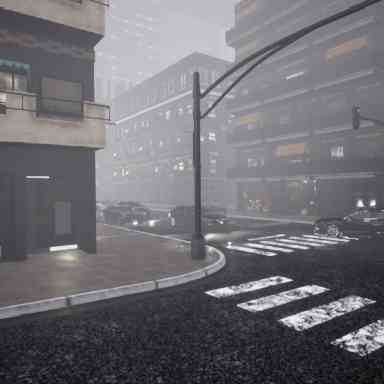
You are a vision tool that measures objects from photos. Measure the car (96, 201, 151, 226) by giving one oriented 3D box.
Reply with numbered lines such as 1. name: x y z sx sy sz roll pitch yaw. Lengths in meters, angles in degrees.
1. car: -5.155 1.632 24.549 1.947 1.339 4.313 -1 1 -36

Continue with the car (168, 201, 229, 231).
1. car: 0.295 1.534 21.233 1.837 1.490 4.892 -1 1 -36

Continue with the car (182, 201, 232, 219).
1. car: 1.223 1.512 29.176 2.008 1.369 4.403 -1 1 -36

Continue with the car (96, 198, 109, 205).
1. car: -11.325 1.568 37.264 1.812 1.442 4.674 -1 1 -36

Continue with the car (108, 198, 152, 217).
1. car: -5.275 1.541 28.909 1.837 1.490 4.892 -1 1 -36

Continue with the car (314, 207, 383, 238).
1. car: 8.523 1.492 16.098 4.892 1.490 1.837 0 3 28
